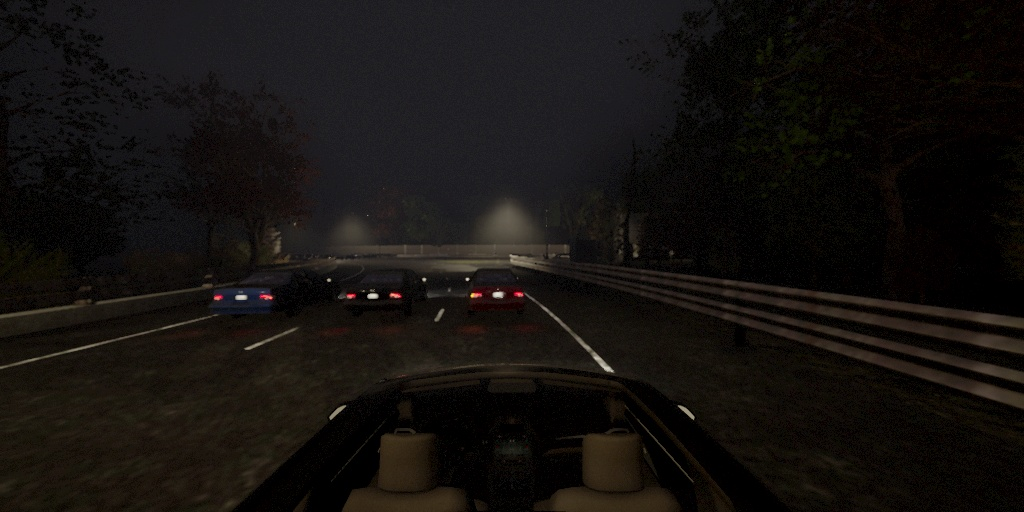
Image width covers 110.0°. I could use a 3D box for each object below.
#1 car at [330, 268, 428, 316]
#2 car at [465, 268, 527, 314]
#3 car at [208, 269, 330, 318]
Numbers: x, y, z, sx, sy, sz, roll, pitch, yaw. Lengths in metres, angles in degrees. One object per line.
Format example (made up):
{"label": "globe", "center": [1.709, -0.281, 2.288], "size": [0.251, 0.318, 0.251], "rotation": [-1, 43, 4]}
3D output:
{"label": "car", "center": [-4.160, 1.128, 12.538], "size": [2.033, 1.411, 5.357], "rotation": [0, 1, -6]}
{"label": "car", "center": [-0.660, 1.118, 12.753], "size": [2.033, 1.411, 5.357], "rotation": [0, 1, -6]}
{"label": "car", "center": [-7.648, 1.140, 12.276], "size": [2.033, 1.411, 5.357], "rotation": [0, 1, -6]}
